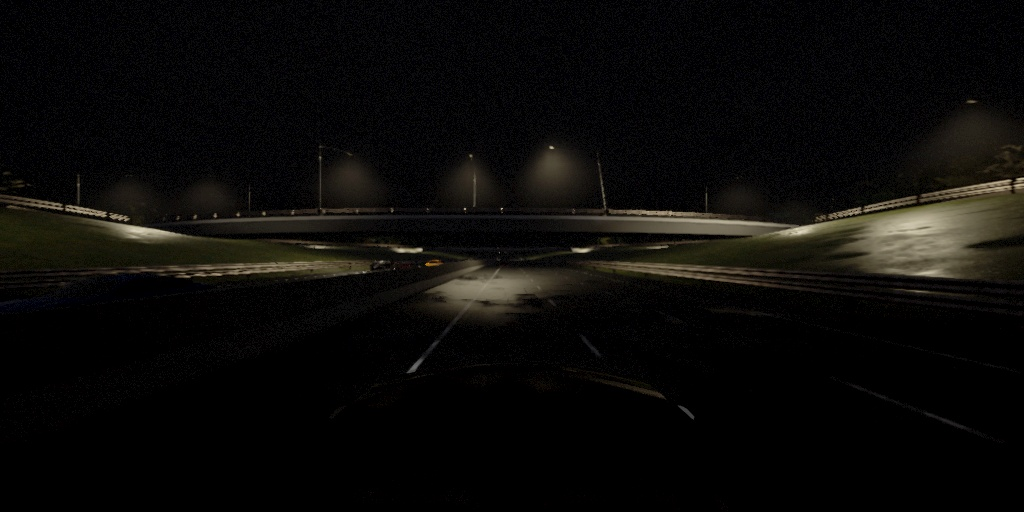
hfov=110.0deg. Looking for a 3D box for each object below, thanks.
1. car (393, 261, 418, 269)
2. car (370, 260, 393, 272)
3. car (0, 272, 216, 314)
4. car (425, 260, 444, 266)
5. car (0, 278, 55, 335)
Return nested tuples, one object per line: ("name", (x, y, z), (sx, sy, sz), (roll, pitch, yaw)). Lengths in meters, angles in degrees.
("car", (-14.295, 1.388, 49.031), (1.994, 1.385, 4.181), (0, 0, 0))
("car", (-17.783, 1.318, 49.147), (2.128, 1.511, 4.902), (0, 0, 0))
("car", (-10.604, 1.241, 9.641), (1.882, 1.535, 5.008), (0, 0, 0))
("car", (-10.805, 1.304, 50.199), (1.882, 1.535, 5.008), (0, 0, 0))
("car", (-14.100, 1.327, 8.193), (1.994, 1.385, 4.181), (0, 0, 0))
